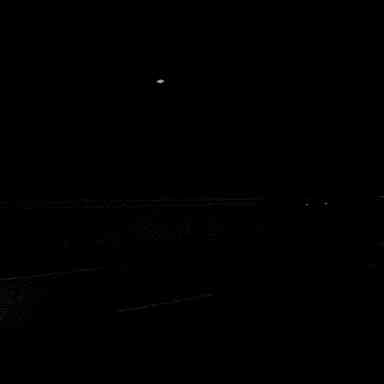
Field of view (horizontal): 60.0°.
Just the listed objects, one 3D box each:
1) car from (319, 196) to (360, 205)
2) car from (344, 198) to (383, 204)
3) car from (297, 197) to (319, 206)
[{"bbox_3d":[15.615,1.196,33.942,4.553,1.767,2.097,0,0,-29],"label":"car"},{"bbox_3d":[16.508,1.473,30.436,4.718,1.301,1.895,0,0,-29],"label":"car"},{"bbox_3d":[13.740,1.342,36.904,4.674,1.442,1.812,0,0,-29],"label":"car"}]
